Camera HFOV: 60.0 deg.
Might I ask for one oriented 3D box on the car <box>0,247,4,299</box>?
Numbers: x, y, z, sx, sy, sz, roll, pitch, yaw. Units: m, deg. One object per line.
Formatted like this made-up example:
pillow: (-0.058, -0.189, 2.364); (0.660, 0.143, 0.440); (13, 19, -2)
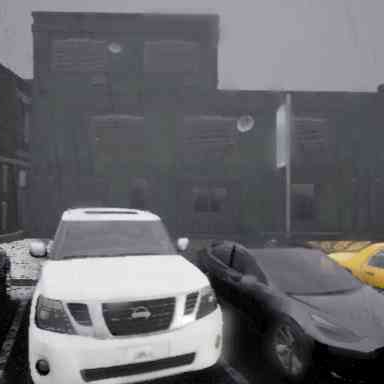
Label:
car: (-4.488, 1.588, 5.838); (2.163, 1.488, 4.792); (1, -2, -21)

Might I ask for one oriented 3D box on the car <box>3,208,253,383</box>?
car: (-1.486, 1.334, 5.905); (2.435, 2.045, 5.566); (2, -2, -21)

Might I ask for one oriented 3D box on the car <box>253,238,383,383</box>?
car: (1.512, 1.644, 5.953); (2.163, 1.488, 4.792); (2, -2, -21)

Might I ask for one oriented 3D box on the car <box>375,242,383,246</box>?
car: (4.573, 1.635, 5.869); (1.946, 1.575, 5.366); (2, -2, -21)
